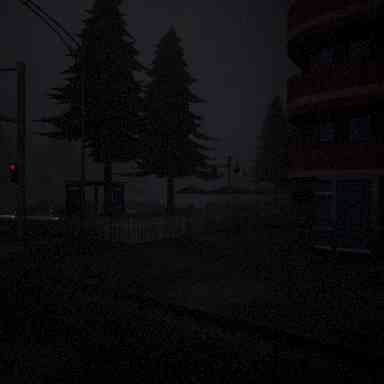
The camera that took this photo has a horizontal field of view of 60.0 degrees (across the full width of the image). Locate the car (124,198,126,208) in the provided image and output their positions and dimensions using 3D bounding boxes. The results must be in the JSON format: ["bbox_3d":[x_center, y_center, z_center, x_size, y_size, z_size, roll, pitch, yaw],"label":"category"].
[{"bbox_3d":[-9.179,1.434,40.970,2.128,1.511,4.902,0,0,37],"label":"car"}]

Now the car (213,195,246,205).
[{"bbox_3d":[6.051,1.295,51.345,4.553,1.767,2.097,0,0,-33],"label":"car"}]

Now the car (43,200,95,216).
[{"bbox_3d":[-11.377,1.449,32.128,1.837,1.490,4.892,0,0,36],"label":"car"}]

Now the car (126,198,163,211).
[{"bbox_3d":[-5.418,1.508,40.106,1.994,1.385,4.181,0,0,38],"label":"car"}]

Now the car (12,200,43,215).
[{"bbox_3d":[-14.941,1.492,33.201,2.033,1.411,5.357,0,0,36],"label":"car"}]

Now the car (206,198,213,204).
[{"bbox_3d":[4.587,1.295,54.549,4.553,1.767,2.097,0,0,-32],"label":"car"}]
